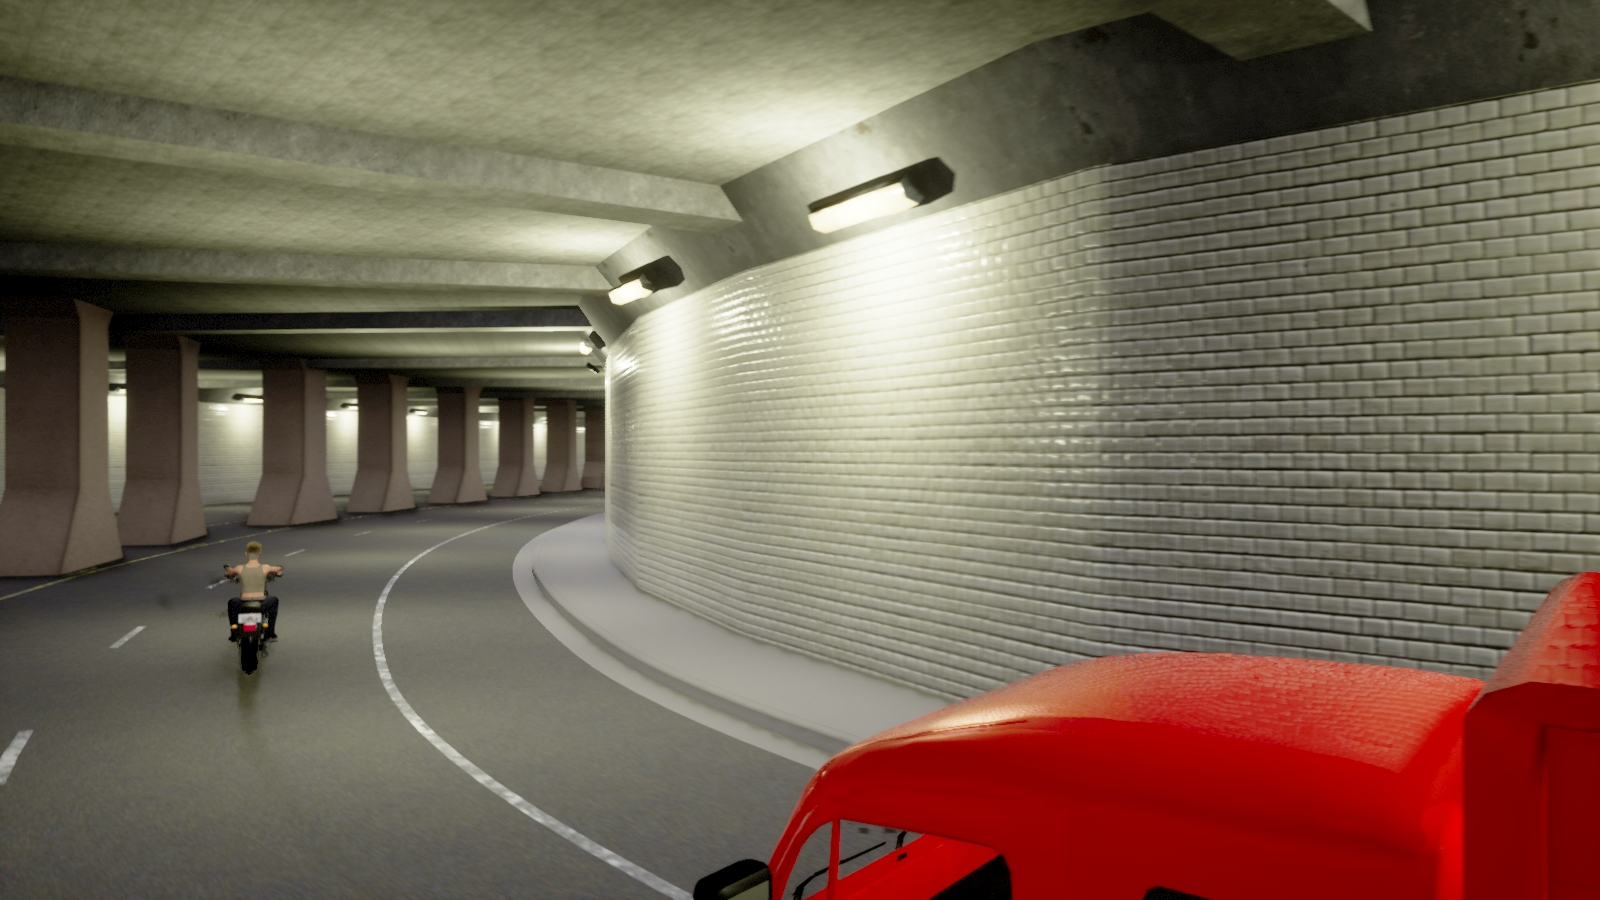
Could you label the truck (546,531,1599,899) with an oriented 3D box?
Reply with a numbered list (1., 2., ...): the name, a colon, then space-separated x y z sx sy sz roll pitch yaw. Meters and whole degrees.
1. truck: 2.284 1.570 2.140 5.204 2.467 2.627 0 0 37
